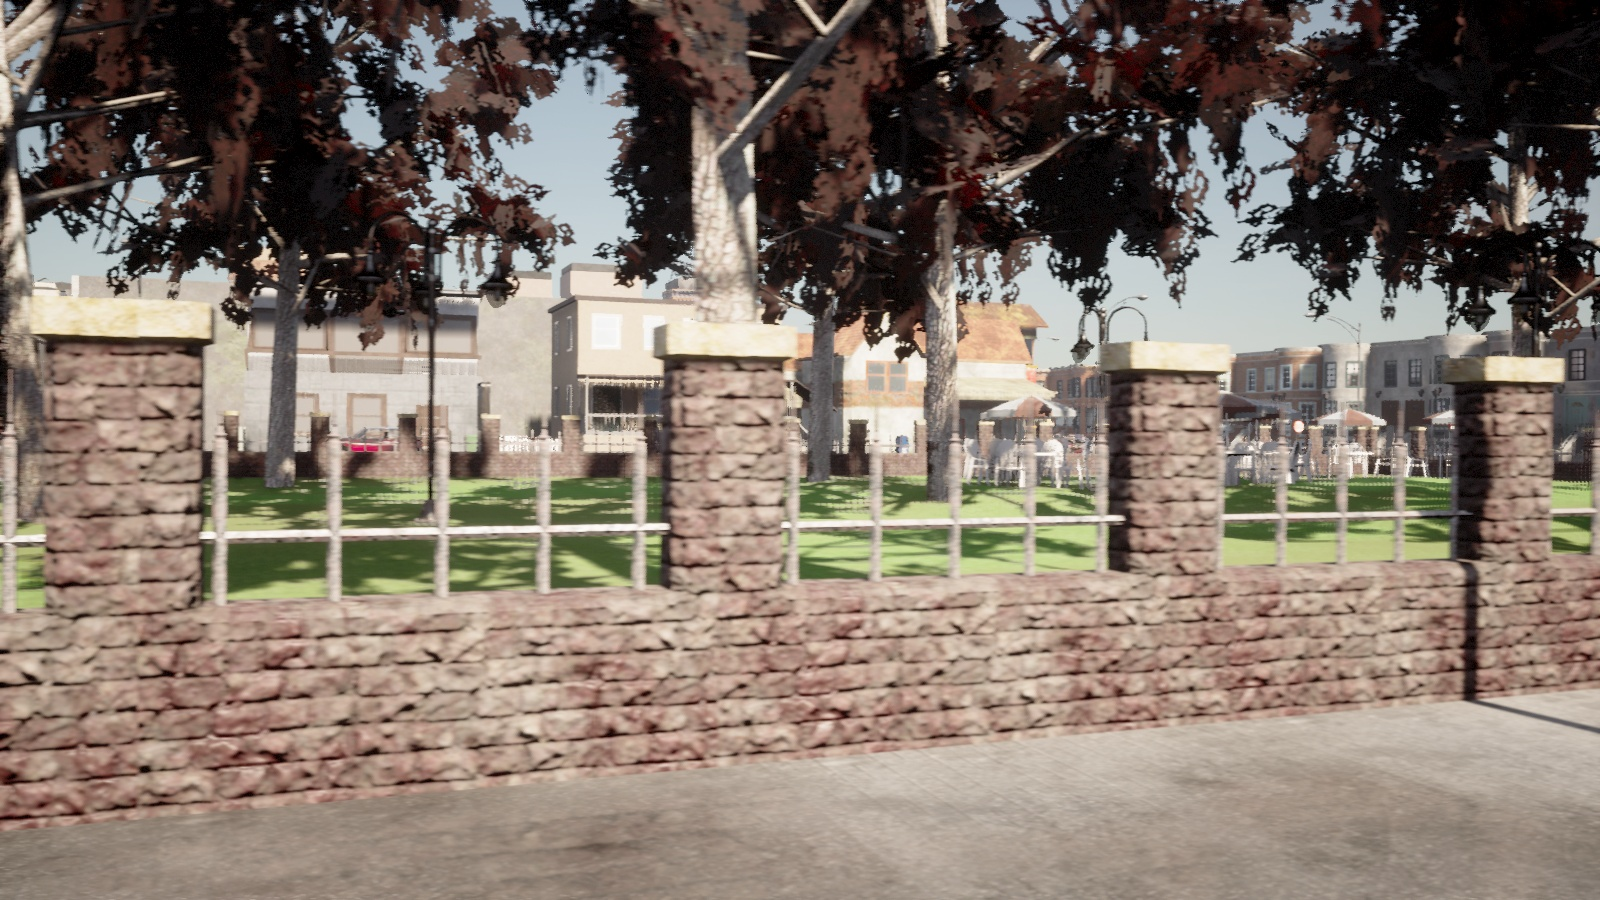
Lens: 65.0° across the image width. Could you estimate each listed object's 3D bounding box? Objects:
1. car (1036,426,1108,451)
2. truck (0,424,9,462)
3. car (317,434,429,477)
[{"bbox_3d":[17.236,-0.731,79.811,2.128,1.511,4.902,-1,1,-20],"label":"car"},{"bbox_3d":[-53.698,-0.440,81.823,2.627,2.467,5.204,-1,1,-21],"label":"truck"},{"bbox_3d":[-15.731,0.181,46.230,3.806,1.475,1.970,-1,1,-20],"label":"car"}]
